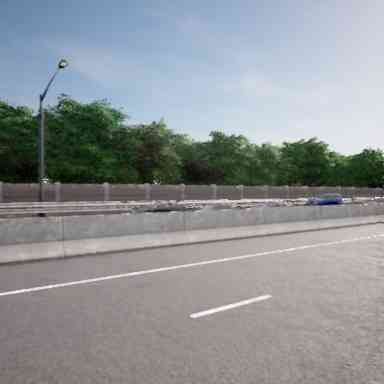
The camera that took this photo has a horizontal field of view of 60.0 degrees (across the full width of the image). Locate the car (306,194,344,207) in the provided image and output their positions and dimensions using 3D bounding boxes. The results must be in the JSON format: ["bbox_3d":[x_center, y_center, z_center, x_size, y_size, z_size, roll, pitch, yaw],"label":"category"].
[{"bbox_3d":[16.576,1.231,41.418,5.566,2.045,2.150,0,0,-35],"label":"car"}]

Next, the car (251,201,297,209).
[{"bbox_3d":[7.561,1.559,30.767,5.357,1.411,2.033,0,0,-35],"label":"car"}]

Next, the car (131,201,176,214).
[{"bbox_3d":[-2.687,1.507,27.817,4.902,1.511,2.128,0,0,-35],"label":"car"}]

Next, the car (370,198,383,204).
[{"bbox_3d":[22.302,1.494,36.882,4.902,1.511,2.128,0,0,-35],"label":"car"}]

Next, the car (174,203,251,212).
[{"bbox_3d":[1.427,1.537,22.155,4.674,1.442,1.812,0,0,-35],"label":"car"}]

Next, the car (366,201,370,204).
[{"bbox_3d":[24.008,1.525,42.329,4.892,1.490,1.837,0,0,-35],"label":"car"}]
